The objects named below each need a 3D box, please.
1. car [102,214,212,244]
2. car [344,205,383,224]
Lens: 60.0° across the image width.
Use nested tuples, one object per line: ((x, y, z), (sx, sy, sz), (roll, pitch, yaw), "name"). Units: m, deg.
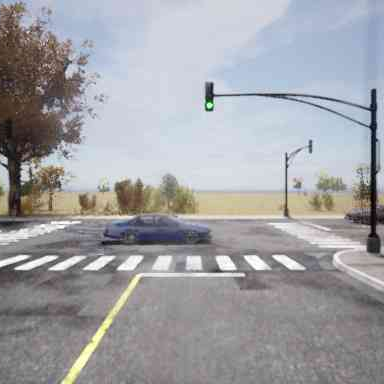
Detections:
((-1.693, 1.808, 16.754), (5.357, 1.411, 2.033), (0, 0, 0), "car")
((15.169, 1.759, 26.595), (5.357, 1.411, 2.033), (0, 0, 0), "car")
